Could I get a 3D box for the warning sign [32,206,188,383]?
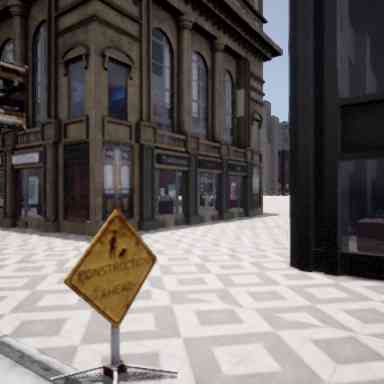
[{"bbox_3d":[-0.854,1.119,3.680,1.060,1.860,1.300,0,0,36],"label":"warning sign"}]
